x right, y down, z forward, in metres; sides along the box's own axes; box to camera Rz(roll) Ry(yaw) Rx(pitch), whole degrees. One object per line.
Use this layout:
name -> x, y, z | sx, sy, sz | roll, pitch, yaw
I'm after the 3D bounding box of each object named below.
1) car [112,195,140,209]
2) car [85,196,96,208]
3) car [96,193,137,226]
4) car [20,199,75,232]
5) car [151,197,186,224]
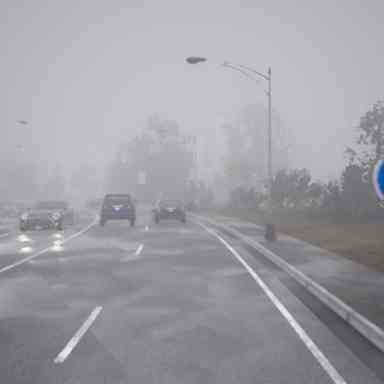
car -> -8.436, 1.217, 42.183 | 2.128, 1.511, 4.902 | 1, 0, -28
car -> -12.052, 1.185, 41.496 | 2.128, 1.511, 4.902 | 1, 0, -30
car -> -4.983, 1.084, 22.642 | 2.150, 2.045, 5.566 | 0, 0, -11
car -> -8.222, 1.230, 19.236 | 2.097, 1.767, 4.553 | 0, 0, -10
car -> -1.803, 1.217, 23.982 | 2.097, 1.767, 4.553 | 0, 0, -11
